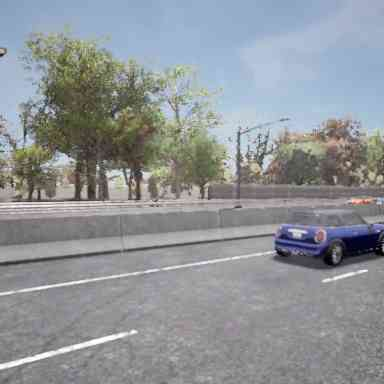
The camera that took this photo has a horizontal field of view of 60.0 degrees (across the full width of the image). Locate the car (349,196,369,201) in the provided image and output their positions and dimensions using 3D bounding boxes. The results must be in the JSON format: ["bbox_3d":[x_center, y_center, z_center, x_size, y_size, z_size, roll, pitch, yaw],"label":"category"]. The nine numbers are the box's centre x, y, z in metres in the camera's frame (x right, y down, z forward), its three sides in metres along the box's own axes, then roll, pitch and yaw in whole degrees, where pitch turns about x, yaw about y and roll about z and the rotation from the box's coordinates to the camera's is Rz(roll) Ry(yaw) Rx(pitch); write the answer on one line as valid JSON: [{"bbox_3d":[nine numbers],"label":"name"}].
[{"bbox_3d":[26.831,1.448,53.183,4.553,1.767,2.097,0,0,-35],"label":"car"}]

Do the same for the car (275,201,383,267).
[{"bbox_3d":[5.055,1.368,11.709,4.553,1.767,2.097,0,0,-35],"label":"car"}]

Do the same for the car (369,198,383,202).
[{"bbox_3d":[29.944,1.590,51.106,4.902,1.511,2.128,0,0,-35],"label":"car"}]
